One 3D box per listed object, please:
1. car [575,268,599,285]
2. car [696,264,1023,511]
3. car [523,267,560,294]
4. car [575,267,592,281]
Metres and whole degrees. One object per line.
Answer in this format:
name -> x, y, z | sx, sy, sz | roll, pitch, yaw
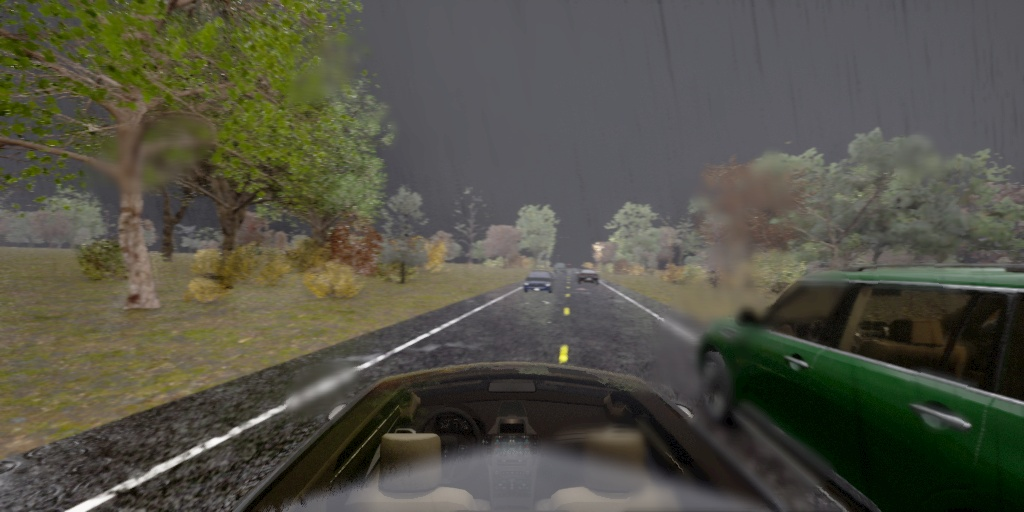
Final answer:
car -> 7.362, 1.977, 34.903 | 1.882, 1.535, 5.008 | 2, -1, 9
car -> 3.335, 1.097, 2.677 | 2.150, 2.045, 5.566 | 2, -1, 9
car -> 1.932, 1.693, 24.379 | 2.033, 1.411, 5.357 | 2, -1, 9
car -> 8.994, 2.234, 45.295 | 1.837, 1.490, 4.892 | 2, -1, 10
